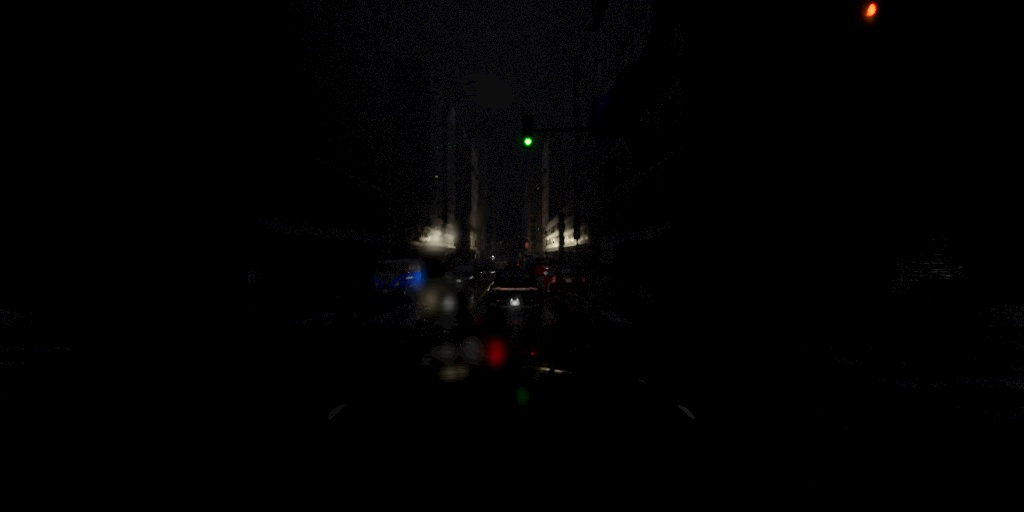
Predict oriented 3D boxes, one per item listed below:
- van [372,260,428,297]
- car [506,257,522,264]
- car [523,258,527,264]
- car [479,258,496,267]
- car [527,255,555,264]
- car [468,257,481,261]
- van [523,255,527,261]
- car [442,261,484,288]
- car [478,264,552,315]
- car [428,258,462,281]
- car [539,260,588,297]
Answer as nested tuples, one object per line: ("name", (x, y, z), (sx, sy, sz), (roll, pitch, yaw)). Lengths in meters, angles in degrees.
("van", (-5.857, 1.089, 18.700), (1.690, 1.789, 3.998), (0, 0, 0))
("car", (0.054, 1.276, 49.932), (1.994, 1.385, 4.181), (0, 0, 1))
("car", (2.667, 1.275, 41.059), (2.007, 1.370, 4.403), (0, 0, 0))
("car", (-3.066, 1.285, 46.679), (1.994, 1.385, 4.181), (0, 0, 0))
("car", (2.667, 1.051, 29.889), (2.192, 1.841, 5.009), (0, 0, 0))
("car", (-5.859, 1.257, 52.218), (1.888, 1.381, 4.507), (0, 0, 0))
("van", (2.667, 1.057, 46.645), (1.690, 1.789, 3.998), (0, 0, 0))
("car", (-3.100, 1.270, 23.762), (1.812, 1.442, 4.674), (0, 0, 0))
("car", (0.096, 1.237, 13.528), (2.128, 1.511, 4.902), (0, 0, 0))
("car", (-5.858, 1.058, 29.873), (2.192, 1.841, 5.009), (0, 0, 0))
("car", (2.668, 1.182, 18.718), (1.967, 1.591, 4.097), (0, 0, 0))
